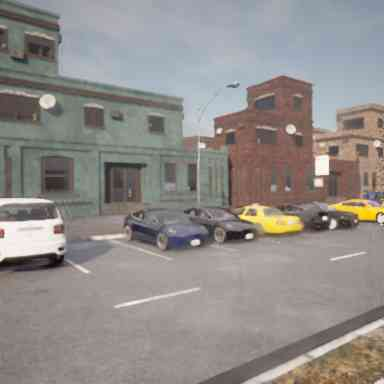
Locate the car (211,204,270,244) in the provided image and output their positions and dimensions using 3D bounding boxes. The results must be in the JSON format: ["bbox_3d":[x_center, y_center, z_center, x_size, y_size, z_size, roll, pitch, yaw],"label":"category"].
[{"bbox_3d":[1.011,1.437,15.793,2.163,1.488,4.792,0,0,-35],"label":"car"}]

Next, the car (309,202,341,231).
[{"bbox_3d":[5.513,1.400,19.051,2.163,1.488,4.792,0,0,-35],"label":"car"}]

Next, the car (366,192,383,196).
[{"bbox_3d":[16.866,1.027,27.050,2.435,2.045,5.566,0,0,-35],"label":"car"}]

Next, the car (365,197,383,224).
[{"bbox_3d":[12.321,1.316,23.853,2.097,1.535,5.008,0,0,-35],"label":"car"}]

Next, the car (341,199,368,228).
[{"bbox_3d":[7.694,1.354,20.566,2.097,1.535,5.008,0,0,-35],"label":"car"}]

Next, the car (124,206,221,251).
[{"bbox_3d":[-1.257,1.456,14.189,2.163,1.488,4.792,-1,0,-35],"label":"car"}]

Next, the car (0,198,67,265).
[{"bbox_3d":[-5.830,1.217,11.022,2.435,2.045,5.566,-1,0,-35],"label":"car"}]

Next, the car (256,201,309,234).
[{"bbox_3d":[3.155,1.386,17.574,1.946,1.575,5.366,0,0,-35],"label":"car"}]
